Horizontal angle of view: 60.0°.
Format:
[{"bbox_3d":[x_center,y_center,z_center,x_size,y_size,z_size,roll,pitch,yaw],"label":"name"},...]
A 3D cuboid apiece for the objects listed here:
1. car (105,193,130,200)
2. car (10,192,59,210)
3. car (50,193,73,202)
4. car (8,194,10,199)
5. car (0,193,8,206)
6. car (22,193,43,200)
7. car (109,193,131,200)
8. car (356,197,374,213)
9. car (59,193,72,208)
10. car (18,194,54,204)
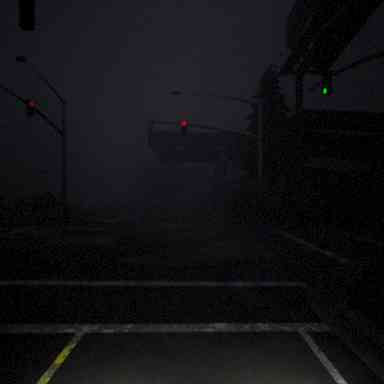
[{"bbox_3d":[-16.456,0.956,73.199,5.027,1.636,2.152,0,0,-1],"label":"car"},{"bbox_3d":[-16.784,0.894,35.614,3.866,1.878,1.905,0,0,-1],"label":"car"},{"bbox_3d":[-24.057,1.005,61.306,3.633,1.501,1.845,0,0,-1],"label":"car"},{"bbox_3d":[-42.561,0.983,76.166,3.633,1.501,1.845,0,0,-1],"label":"car"},{"bbox_3d":[-24.672,0.898,38.852,4.605,1.855,1.932,0,0,-1],"label":"car"},{"bbox_3d":[-35.122,1.009,73.232,3.806,1.475,1.970,0,0,-1],"label":"car"},{"bbox_3d":[-16.528,0.949,76.336,4.514,1.523,2.007,0,0,-1],"label":"car"},{"bbox_3d":[17.219,1.300,35.279,2.242,1.667,4.611,0,0,-1],"label":"car"},{"bbox_3d":[-16.193,1.161,38.944,3.806,1.475,1.970,0,0,-1],"label":"car"},{"bbox_3d":[-24.037,1.035,51.314,4.514,1.523,2.007,0,0,-1],"label":"car"}]
